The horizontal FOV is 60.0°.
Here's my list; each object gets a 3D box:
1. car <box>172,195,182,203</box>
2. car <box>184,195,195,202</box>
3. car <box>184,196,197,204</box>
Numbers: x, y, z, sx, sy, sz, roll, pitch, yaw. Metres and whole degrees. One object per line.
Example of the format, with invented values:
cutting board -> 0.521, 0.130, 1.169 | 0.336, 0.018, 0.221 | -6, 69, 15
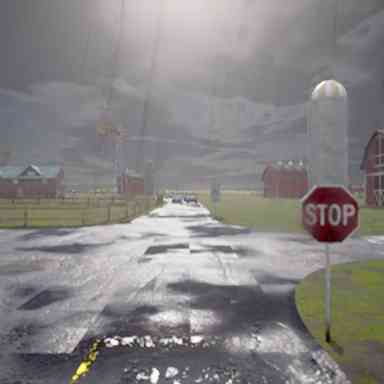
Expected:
car -> -2.947, 1.395, 65.640 | 1.882, 1.535, 5.008 | 0, 0, -2
car -> -0.670, 1.438, 71.650 | 1.994, 1.385, 4.181 | 0, 0, -6
car -> -0.012, 1.433, 61.520 | 1.837, 1.490, 4.892 | 0, 0, -2
